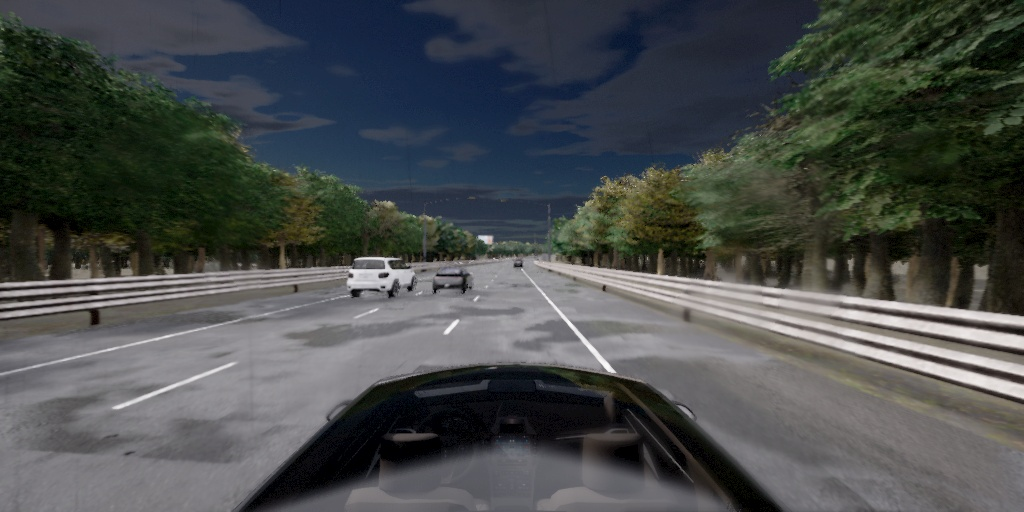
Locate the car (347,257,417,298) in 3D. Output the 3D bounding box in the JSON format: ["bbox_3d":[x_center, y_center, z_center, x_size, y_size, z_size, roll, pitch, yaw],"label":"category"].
[{"bbox_3d":[-6.903,1.091,19.575,2.150,2.045,5.566,0,0,0],"label":"car"}]

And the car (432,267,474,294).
[{"bbox_3d":[-3.404,1.370,21.238,2.128,1.511,4.902,0,0,0],"label":"car"}]
